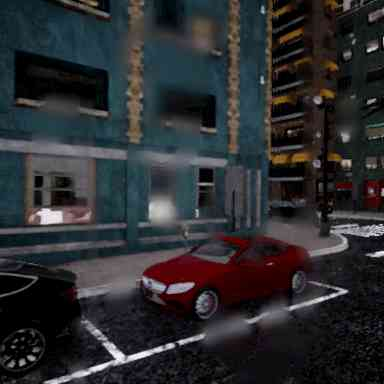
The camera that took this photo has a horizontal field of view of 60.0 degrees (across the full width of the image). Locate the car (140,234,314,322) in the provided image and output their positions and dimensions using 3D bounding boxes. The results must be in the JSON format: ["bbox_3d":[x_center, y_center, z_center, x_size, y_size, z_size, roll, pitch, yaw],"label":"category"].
[{"bbox_3d":[0.931,1.604,7.219,4.206,1.307,1.802,0,0,-36],"label":"car"}]

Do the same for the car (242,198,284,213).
[{"bbox_3d":[7.327,1.409,34.732,1.802,1.307,4.206,2,0,-36],"label":"car"}]

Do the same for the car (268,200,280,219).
[{"bbox_3d":[3.799,1.116,25.336,2.192,1.841,5.009,2,0,-36],"label":"car"}]

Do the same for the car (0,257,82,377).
[{"bbox_3d":[-3.563,1.563,4.009,4.313,1.339,1.947,0,0,-36],"label":"car"}]

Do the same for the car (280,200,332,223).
[{"bbox_3d":[7.345,1.361,24.780,2.128,1.511,4.902,1,0,-35],"label":"car"}]
